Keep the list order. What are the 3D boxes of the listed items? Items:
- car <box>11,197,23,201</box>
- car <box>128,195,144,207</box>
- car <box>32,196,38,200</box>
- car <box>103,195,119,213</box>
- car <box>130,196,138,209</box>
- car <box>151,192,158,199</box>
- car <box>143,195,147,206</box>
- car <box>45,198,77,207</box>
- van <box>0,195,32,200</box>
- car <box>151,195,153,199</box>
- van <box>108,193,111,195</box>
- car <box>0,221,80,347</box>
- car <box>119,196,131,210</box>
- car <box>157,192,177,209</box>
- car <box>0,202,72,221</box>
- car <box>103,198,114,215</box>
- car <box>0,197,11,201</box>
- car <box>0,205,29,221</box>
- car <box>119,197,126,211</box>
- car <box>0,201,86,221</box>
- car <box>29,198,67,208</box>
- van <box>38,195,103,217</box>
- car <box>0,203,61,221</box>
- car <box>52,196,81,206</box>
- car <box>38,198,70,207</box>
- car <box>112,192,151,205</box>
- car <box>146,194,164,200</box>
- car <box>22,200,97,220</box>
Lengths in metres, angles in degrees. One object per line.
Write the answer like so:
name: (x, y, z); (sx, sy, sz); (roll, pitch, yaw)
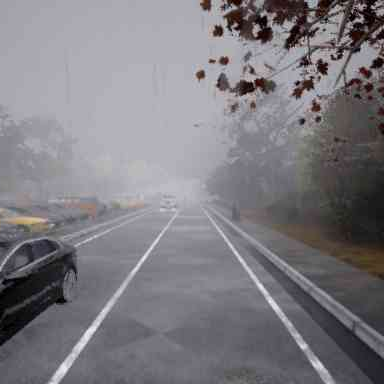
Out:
car: (-23.354, 1.607, 39.586); (4.792, 1.488, 2.163); (0, -1, 0)
car: (-10.049, 1.659, 47.971); (5.366, 1.575, 1.946); (0, -1, 0)
car: (-23.289, 1.660, 45.251); (4.792, 1.488, 2.163); (0, -1, 0)
car: (-10.284, 1.424, 34.099); (4.553, 1.767, 2.185); (0, 0, 0)
car: (-10.056, 1.600, 42.298); (5.366, 1.575, 1.946); (0, -1, 0)
car: (-10.409, 1.382, 91.667); (4.792, 1.488, 2.163); (0, 0, 0)
car: (-10.412, 1.720, 53.523); (5.366, 1.575, 1.946); (0, -1, 0)
car: (-23.270, 1.811, 59.099); (4.792, 1.488, 2.163); (0, -1, 0)
van: (-23.438, 1.376, 42.360); (4.442, 1.987, 1.878); (0, -1, 0)
car: (-10.186, 1.843, 61.851); (4.792, 1.488, 2.163); (0, -1, 0)
van: (-23.392, 1.126, 91.614); (4.442, 1.987, 1.878); (1, 0, 0)
car: (-3.351, 1.482, 5.294); (2.128, 1.511, 4.902); (0, 0, 0)
car: (-10.431, 1.577, 39.646); (5.366, 1.575, 1.946); (0, 0, 0)
car: (-3.405, 1.368, 49.311); (2.150, 2.045, 5.566); (0, -1, 0)
car: (-10.243, 1.546, 20.220); (4.792, 1.488, 2.163); (0, 0, 0)
car: (-10.286, 1.570, 31.326); (4.792, 1.488, 2.163); (0, 0, 0)
car: (-23.358, 1.589, 36.947); (4.792, 1.488, 2.163); (0, 0, 0)
car: (-10.286, 1.505, 14.668); (4.892, 1.521, 2.231); (0, 0, 0)
car: (-10.243, 1.563, 36.878); (4.892, 1.521, 2.231); (0, 0, 0)
car: (-10.239, 1.552, 22.997); (4.792, 1.488, 2.163); (0, 0, 0)
car: (-23.121, 1.718, 53.559); (5.366, 1.575, 1.946); (0, -1, 0)
van: (-10.377, 1.309, 28.550); (4.442, 1.987, 1.878); (0, 0, 0)
car: (-10.090, 1.507, 17.444); (5.366, 1.575, 1.946); (0, 0, 0)
car: (-23.327, 1.685, 61.746); (4.553, 1.767, 2.185); (0, -1, 0)
car: (-23.300, 1.791, 56.329); (4.674, 1.452, 2.002); (0, -1, 0)
car: (-10.251, 1.502, 56.302); (5.566, 2.045, 2.435); (0, -1, 0)
car: (-10.462, 1.391, 94.451); (4.792, 1.488, 2.163); (0, 0, 0)
car: (-10.235, 1.558, 25.773); (4.792, 1.488, 2.163); (0, 0, 0)
